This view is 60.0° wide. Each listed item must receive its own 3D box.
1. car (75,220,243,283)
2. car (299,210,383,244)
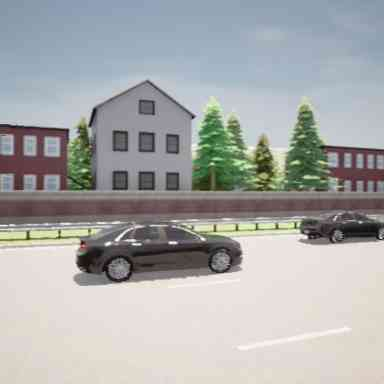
[{"bbox_3d":[-0.860,1.607,9.815,4.892,1.490,1.837,0,-1,-20],"label":"car"},{"bbox_3d":[7.722,1.680,16.702,4.892,1.490,1.837,0,-1,-20],"label":"car"}]
